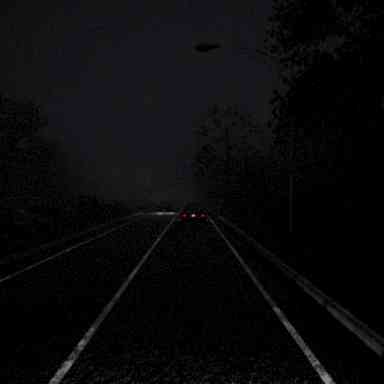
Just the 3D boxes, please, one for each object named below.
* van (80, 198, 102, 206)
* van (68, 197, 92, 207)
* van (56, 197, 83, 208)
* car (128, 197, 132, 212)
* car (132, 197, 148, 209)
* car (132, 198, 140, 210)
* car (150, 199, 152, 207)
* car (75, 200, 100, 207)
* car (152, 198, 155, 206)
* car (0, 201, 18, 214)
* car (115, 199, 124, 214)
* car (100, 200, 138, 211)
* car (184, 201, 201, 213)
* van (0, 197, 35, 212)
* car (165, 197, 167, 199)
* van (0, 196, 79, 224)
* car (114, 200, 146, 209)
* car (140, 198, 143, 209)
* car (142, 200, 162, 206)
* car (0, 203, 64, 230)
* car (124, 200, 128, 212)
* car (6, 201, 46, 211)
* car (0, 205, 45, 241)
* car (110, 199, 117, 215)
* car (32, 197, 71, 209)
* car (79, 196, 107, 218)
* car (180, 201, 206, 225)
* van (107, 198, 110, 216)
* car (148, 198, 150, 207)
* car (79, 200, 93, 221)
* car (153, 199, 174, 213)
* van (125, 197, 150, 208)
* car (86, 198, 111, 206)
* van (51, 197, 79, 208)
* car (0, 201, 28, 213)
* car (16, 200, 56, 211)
[{"bbox_3d":[-23.494,2.334,77.491,4.442,1.987,1.878,0,-1,0],"label":"van"},{"bbox_3d":[-23.272,2.143,69.329,4.442,1.987,1.878,0,-1,0],"label":"van"},{"bbox_3d":[-23.499,2.034,63.774,4.442,1.987,1.878,0,-1,0],"label":"van"},{"bbox_3d":[-10.281,1.713,41.489,4.553,1.767,2.185,0,-1,0],"label":"car"},{"bbox_3d":[-10.122,2.046,52.589,5.366,1.575,1.946,0,-1,0],"label":"car"},{"bbox_3d":[-10.126,1.888,44.262,5.366,1.575,1.946,0,-1,0],"label":"car"},{"bbox_3d":[-10.275,2.237,60.916,4.792,1.488,2.163,0,-1,0],"label":"car"},{"bbox_3d":[-23.408,2.518,74.714,4.792,1.488,2.163,0,-1,0],"label":"car"},{"bbox_3d":[-10.332,2.342,66.468,4.792,1.488,2.163,0,-1,0],"label":"car"},{"bbox_3d":[-23.387,1.786,38.842,5.008,1.535,2.097,0,-1,0],"label":"car"},{"bbox_3d":[-10.309,1.732,35.935,5.008,1.535,2.097,0,-1,0],"label":"car"},{"bbox_3d":[-10.304,1.945,47.038,4.892,1.521,2.231,0,-1,0],"label":"car"},{"bbox_3d":[0.075,1.911,42.739,2.033,1.411,5.357,0,-1,0],"label":"car"},{"bbox_3d":[-23.507,1.663,44.261,4.442,1.987,1.878,0,-1,0],"label":"van"},{"bbox_3d":[-10.321,2.694,91.442,5.566,2.045,2.435,0,-2,0],"label":"car"},{"bbox_3d":[-10.203,1.317,22.076,4.442,1.987,1.878,0,0,0],"label":"van"},{"bbox_3d":[-10.277,2.131,55.364,4.792,1.488,2.163,0,-1,0],"label":"car"},{"bbox_3d":[-10.315,1.997,49.814,4.892,1.521,2.231,0,-1,0],"label":"car"},{"bbox_3d":[-10.301,2.792,85.884,4.892,1.521,2.231,0,-2,0],"label":"car"},{"bbox_3d":[-10.324,1.575,19.299,4.674,1.452,2.002,0,0,0],"label":"car"},{"bbox_3d":[-10.282,1.660,38.713,4.553,1.767,2.185,0,-1,0],"label":"car"},{"bbox_3d":[-23.392,1.982,47.026,4.674,1.452,2.002,0,-1,0],"label":"car"},{"bbox_3d":[-10.292,1.556,16.522,4.792,1.488,2.163,0,0,0],"label":"car"},{"bbox_3d":[-10.318,1.720,33.159,4.674,1.452,2.002,0,-1,0],"label":"car"},{"bbox_3d":[-23.358,1.851,55.466,5.566,2.045,2.435,0,-1,0],"label":"car"},{"bbox_3d":[-10.346,1.323,27.613,5.566,2.045,2.435,0,-1,0],"label":"car"},{"bbox_3d":[0.091,1.669,24.900,2.033,1.411,5.357,0,-1,0],"label":"car"},{"bbox_3d":[-10.200,1.401,30.388,4.442,1.987,1.878,0,-1,0],"label":"van"},{"bbox_3d":[-10.276,2.184,58.140,4.792,1.488,2.163,0,-1,0],"label":"car"},{"bbox_3d":[-10.348,1.581,24.858,4.792,1.488,2.163,0,-1,0],"label":"car"},{"bbox_3d":[-3.364,1.917,43.063,2.033,1.411,5.357,0,-1,0],"label":"car"},{"bbox_3d":[-10.420,2.034,63.696,4.442,1.987,1.878,0,-1,0],"label":"van"},{"bbox_3d":[-23.404,2.463,83.153,5.566,2.045,2.435,0,-2,0],"label":"car"},{"bbox_3d":[-23.267,1.982,61.004,4.442,1.987,1.878,0,-1,0],"label":"van"},{"bbox_3d":[-23.390,1.879,41.612,4.674,1.452,2.002,0,-1,0],"label":"car"},{"bbox_3d":[-23.383,1.997,49.921,5.008,1.535,2.097,0,-1,0],"label":"car"}]
